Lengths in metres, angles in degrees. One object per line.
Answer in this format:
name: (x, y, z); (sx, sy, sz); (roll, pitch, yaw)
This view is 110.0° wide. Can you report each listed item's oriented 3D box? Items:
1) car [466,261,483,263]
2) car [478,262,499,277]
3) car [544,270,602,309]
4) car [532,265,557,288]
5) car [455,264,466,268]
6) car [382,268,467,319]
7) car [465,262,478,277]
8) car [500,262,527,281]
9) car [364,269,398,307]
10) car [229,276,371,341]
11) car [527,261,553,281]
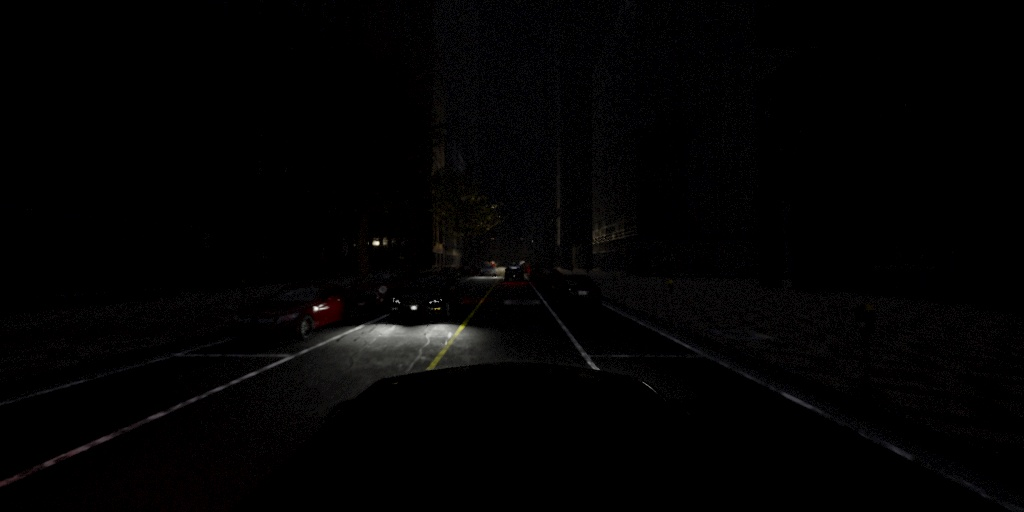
car: (-5.693, 1.645, 49.674); (2.192, 1.841, 5.009); (0, 0, 0)
car: (-2.946, 1.793, 44.627); (1.812, 1.442, 4.674); (0, -1, 0)
car: (2.712, 1.477, 15.805); (1.948, 1.339, 4.313); (0, 0, 0)
car: (2.752, 1.592, 27.082); (1.888, 1.381, 4.507); (0, 0, 0)
car: (-5.753, 1.681, 32.758); (1.948, 1.339, 4.313); (0, 0, 0)
car: (-3.057, 1.388, 13.635); (1.837, 1.490, 4.892); (0, 0, 0)
car: (-5.713, 1.804, 44.035); (1.888, 1.381, 4.507); (0, 0, 0)
car: (0.213, 1.640, 35.201); (2.128, 1.511, 4.902); (0, -1, 0)
car: (-5.813, 1.349, 15.840); (1.967, 1.591, 4.097); (0, 0, 0)
car: (-5.833, 1.426, 10.202); (1.802, 1.307, 4.207); (0, 0, 0)
car: (2.772, 1.432, 32.721); (2.192, 1.841, 5.009); (0, 0, 0)
